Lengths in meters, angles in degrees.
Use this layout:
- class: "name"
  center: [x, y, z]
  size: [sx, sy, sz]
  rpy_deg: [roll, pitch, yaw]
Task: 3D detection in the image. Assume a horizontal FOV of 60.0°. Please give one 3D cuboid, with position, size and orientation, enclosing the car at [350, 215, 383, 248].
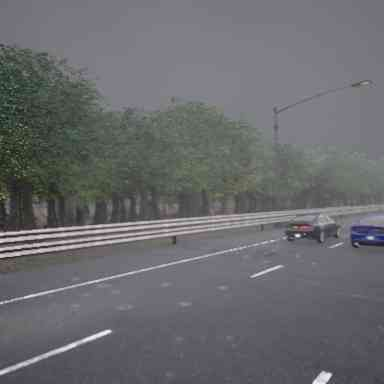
- class: "car"
  center: [9.134, 1.821, 15.997]
  size: [1.882, 1.535, 5.008]
  rpy_deg: [-3, -2, 40]

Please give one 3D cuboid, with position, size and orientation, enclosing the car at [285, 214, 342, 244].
- class: "car"
  center: [6.945, 1.985, 18.834]
  size: [1.837, 1.490, 4.892]
  rpy_deg: [-3, -2, 40]
